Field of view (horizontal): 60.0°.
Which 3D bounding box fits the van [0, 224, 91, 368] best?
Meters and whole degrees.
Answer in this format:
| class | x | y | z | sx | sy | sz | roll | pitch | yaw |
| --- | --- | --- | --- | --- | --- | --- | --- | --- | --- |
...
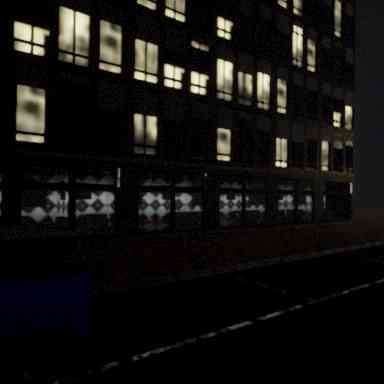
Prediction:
| class | x | y | z | sx | sy | sz | roll | pitch | yaw |
| --- | --- | --- | --- | --- | --- | --- | --- | --- | --- |
| van | -3.330 | 1.352 | 4.154 | 3.998 | 1.788 | 1.690 | 1 | 0 | -36 |
